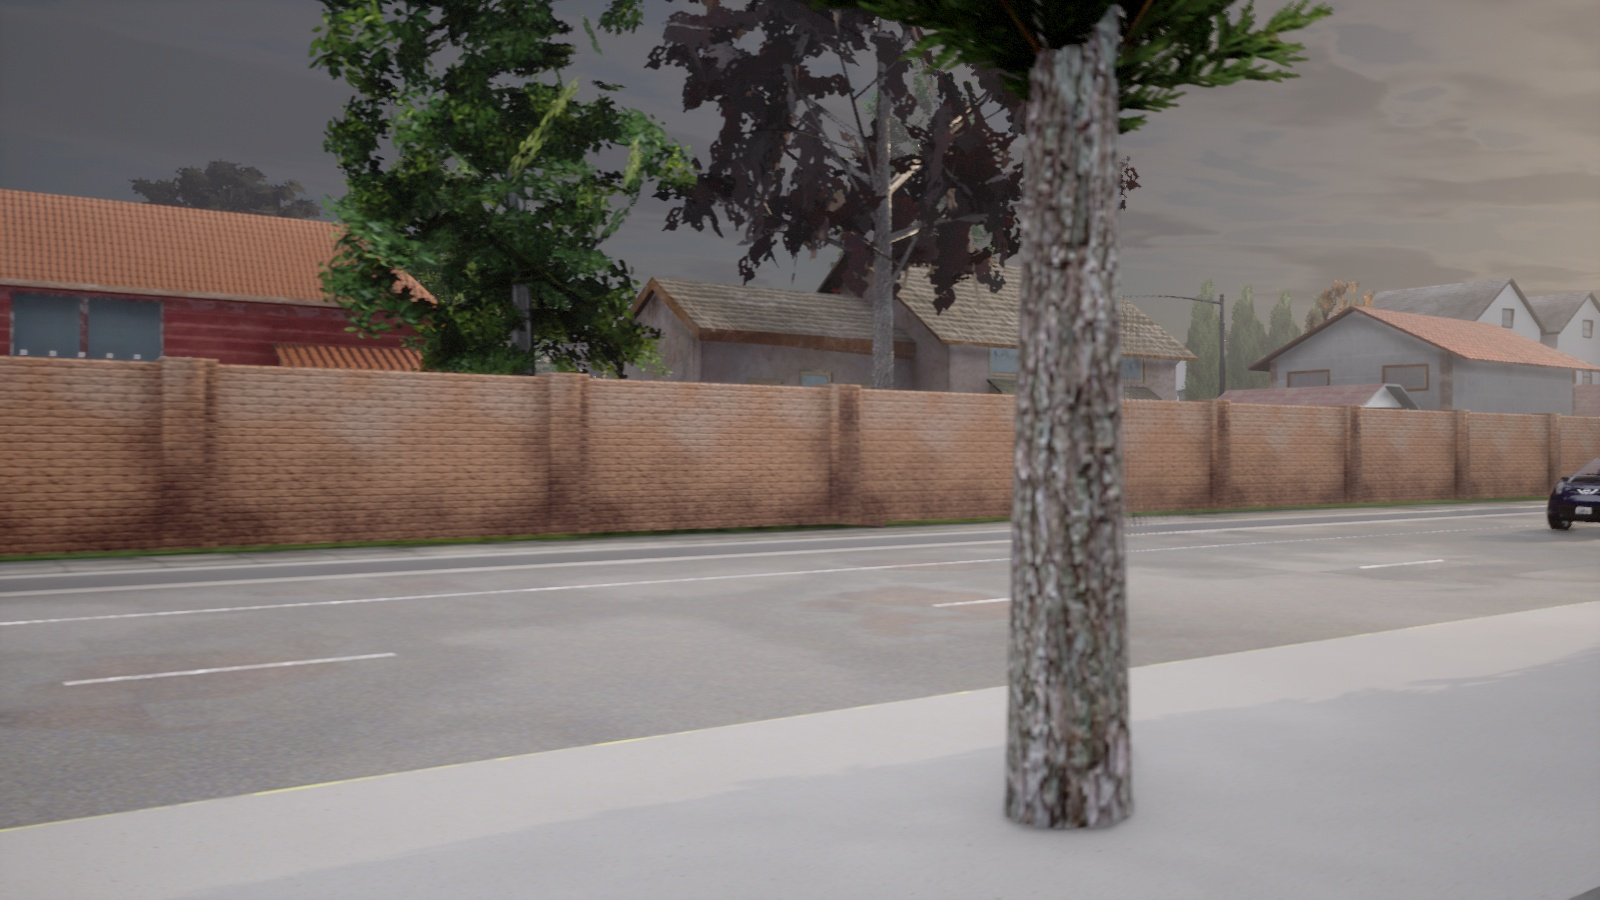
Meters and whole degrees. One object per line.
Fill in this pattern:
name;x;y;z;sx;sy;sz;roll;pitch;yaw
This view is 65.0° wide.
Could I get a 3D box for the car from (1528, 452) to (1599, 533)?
car;16.159;0.785;24.655;3.633;1.501;1.845;0;0;-35
